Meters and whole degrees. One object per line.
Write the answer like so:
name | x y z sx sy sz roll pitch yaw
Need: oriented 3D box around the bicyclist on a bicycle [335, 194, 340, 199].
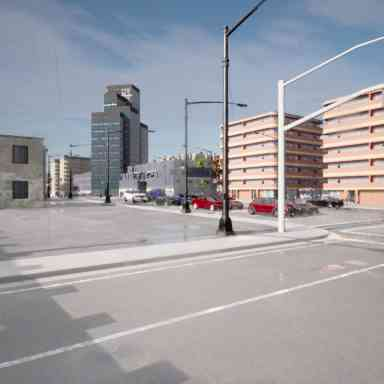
bicyclist on a bicycle | 19.982 1.098 45.970 1.656 1.620 0.582 0 1 -34

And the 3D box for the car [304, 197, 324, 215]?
car | 9.495 1.415 32.089 2.033 1.411 5.357 0 1 -35

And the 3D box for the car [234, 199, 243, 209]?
car | 4.147 1.259 39.909 1.812 1.442 4.674 0 1 -34

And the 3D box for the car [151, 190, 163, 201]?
car | -7.295 0.880 56.724 1.837 1.490 4.892 0 1 -34

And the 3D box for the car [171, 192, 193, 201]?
car | -1.908 0.866 61.430 1.837 1.490 4.892 0 1 -34

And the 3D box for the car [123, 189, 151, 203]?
car | -9.122 0.629 53.176 2.150 2.045 5.566 0 1 -33

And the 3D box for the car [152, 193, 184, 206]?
car | -3.157 1.159 44.399 1.994 1.385 4.181 0 1 -34

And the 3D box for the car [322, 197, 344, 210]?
car | 16.280 1.306 41.102 2.128 1.511 4.902 0 1 -34

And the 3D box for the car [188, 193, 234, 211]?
car | 1.966 1.231 36.890 1.882 1.535 5.008 0 1 -34

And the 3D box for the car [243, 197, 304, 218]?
car | 7.113 1.234 29.381 2.097 1.767 4.553 0 1 -34

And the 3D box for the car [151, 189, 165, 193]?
car | -7.566 0.337 69.600 2.150 2.045 5.566 0 1 -34

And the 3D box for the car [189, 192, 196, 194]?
car | -1.501 1.083 48.185 1.812 1.442 4.674 0 1 -34

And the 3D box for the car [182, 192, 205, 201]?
car | 0.208 0.827 64.615 2.128 1.511 4.902 0 1 -34
